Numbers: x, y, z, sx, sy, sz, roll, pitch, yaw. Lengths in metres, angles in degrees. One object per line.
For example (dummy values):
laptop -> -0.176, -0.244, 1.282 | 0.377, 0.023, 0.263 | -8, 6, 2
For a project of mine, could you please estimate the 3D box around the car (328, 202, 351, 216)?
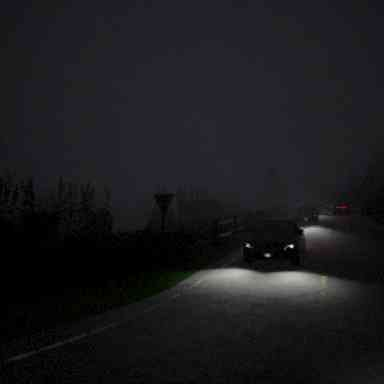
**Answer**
car -> 17.607, 1.954, 39.277 | 2.128, 1.511, 4.902 | -2, -2, 21

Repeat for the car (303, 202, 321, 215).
car -> 16.324, 2.187, 45.287 | 2.128, 1.511, 4.902 | -2, -2, 19

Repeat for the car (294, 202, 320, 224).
car -> 9.939, 1.930, 28.665 | 2.128, 1.511, 4.902 | -2, -2, 22

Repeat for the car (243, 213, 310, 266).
car -> 3.319, 1.772, 12.822 | 1.812, 1.442, 4.674 | -3, -2, 23
